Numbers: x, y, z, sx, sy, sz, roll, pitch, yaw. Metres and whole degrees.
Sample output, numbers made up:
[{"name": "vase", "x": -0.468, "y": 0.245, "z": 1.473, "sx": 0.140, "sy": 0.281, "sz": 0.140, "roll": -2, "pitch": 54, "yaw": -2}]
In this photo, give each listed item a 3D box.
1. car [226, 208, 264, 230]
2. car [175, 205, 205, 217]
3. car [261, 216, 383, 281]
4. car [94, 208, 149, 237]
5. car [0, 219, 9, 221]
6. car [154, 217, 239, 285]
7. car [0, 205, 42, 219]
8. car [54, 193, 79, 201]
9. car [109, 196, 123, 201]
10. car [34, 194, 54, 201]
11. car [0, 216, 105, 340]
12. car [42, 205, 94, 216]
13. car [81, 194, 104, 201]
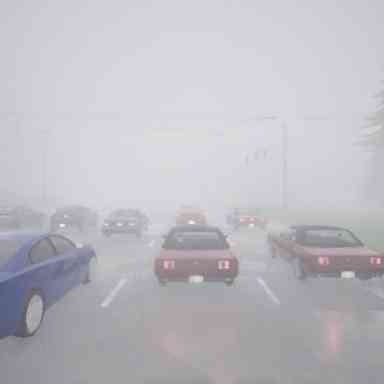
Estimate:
[{"name": "car", "x": 3.360, "y": 1.651, "z": 21.437, "sx": 1.895, "sy": 1.301, "sz": 4.718, "roll": 0, "pitch": 0, "yaw": -2}, {"name": "car", "x": -0.129, "y": 1.575, "z": 21.310, "sx": 1.812, "sy": 1.442, "sz": 4.674, "roll": 0, "pitch": 0, "yaw": -2}, {"name": "car", "x": 3.593, "y": 1.624, "z": 9.882, "sx": 1.895, "sy": 1.301, "sz": 4.718, "roll": 0, "pitch": 0, "yaw": 0}, {"name": "car", "x": -3.501, "y": 1.590, "z": 18.209, "sx": 2.033, "sy": 1.411, "sz": 5.357, "roll": 0, "pitch": 0, "yaw": -1}, {"name": "car", "x": -6.901, "y": 1.621, "z": 8.580, "sx": 1.895, "sy": 1.301, "sz": 4.718, "roll": 0, "pitch": 0, "yaw": 0}, {"name": "car", "x": 0.095, "y": 1.624, "z": 9.506, "sx": 1.895, "sy": 1.301, "sz": 4.718, "roll": 0, "pitch": 0, "yaw": 0}, {"name": "car", "x": -10.596, "y": 1.540, "z": 20.348, "sx": 2.128, "sy": 1.511, "sz": 4.902, "roll": 0, "pitch": 0, "yaw": -2}, {"name": "car", "x": -33.506, "y": 1.433, "z": 88.678, "sx": 5.566, "sy": 2.045, "sz": 2.150, "roll": 0, "pitch": 0, "yaw": 32}, {"name": "car", "x": -21.130, "y": 1.741, "z": 92.311, "sx": 4.674, "sy": 1.442, "sz": 1.812, "roll": 0, "pitch": 0, "yaw": 42}, {"name": "car", "x": -38.223, "y": 1.431, "z": 87.445, "sx": 5.566, "sy": 2.045, "sz": 2.150, "roll": 0, "pitch": 0, "yaw": 28}, {"name": "car", "x": -3.399, "y": 1.493, "z": 6.630, "sx": 1.882, "sy": 1.535, "sz": 5.008, "roll": 0, "pitch": 0, "yaw": 0}, {"name": "car", "x": -7.096, "y": 1.553, "z": 20.381, "sx": 1.837, "sy": 1.490, "sz": 4.892, "roll": 0, "pitch": 0, "yaw": -2}, {"name": "car", "x": -26.293, "y": 1.745, "z": 87.536, "sx": 5.357, "sy": 1.411, "sz": 2.033, "roll": 0, "pitch": 0, "yaw": 42}]
